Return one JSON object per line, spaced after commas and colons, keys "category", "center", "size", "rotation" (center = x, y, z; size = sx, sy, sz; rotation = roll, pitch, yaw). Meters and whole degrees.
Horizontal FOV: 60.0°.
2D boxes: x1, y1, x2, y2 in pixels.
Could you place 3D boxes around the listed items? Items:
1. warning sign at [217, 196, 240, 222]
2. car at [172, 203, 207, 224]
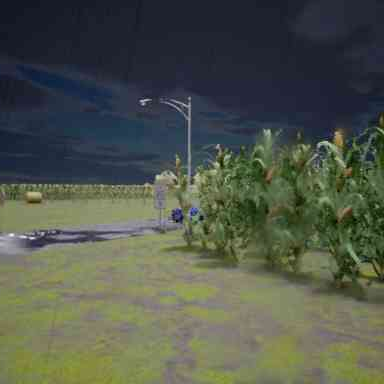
{"category": "warning sign", "center": [2.659, 1.216, 24.433], "size": [1.300, 1.860, 1.060], "rotation": [1, 1, 34]}
{"category": "car", "center": [0.493, 1.554, 25.461], "size": [1.882, 1.535, 5.008], "rotation": [1, 0, 35]}
